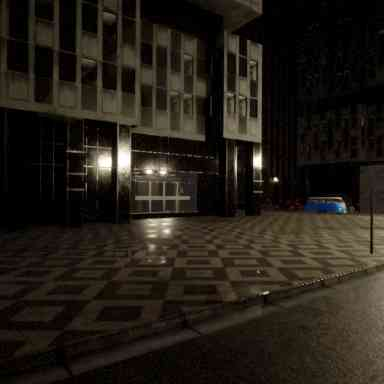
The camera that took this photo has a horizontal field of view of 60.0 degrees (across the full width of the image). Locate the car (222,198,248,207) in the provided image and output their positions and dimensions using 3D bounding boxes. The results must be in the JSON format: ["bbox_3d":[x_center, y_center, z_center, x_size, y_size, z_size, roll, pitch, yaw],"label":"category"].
[{"bbox_3d":[7.391,1.839,57.594,1.752,1.417,4.829,0,0,-36],"label":"car"}]

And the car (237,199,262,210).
[{"bbox_3d":[7.124,1.706,43.301,1.887,1.381,4.507,0,0,-36],"label":"car"}]

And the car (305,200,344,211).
[{"bbox_3d":[17.339,1.749,43.665,2.008,1.369,4.403,0,0,-36],"label":"car"}]

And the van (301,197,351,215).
[{"bbox_3d":[13.690,1.425,34.108,1.690,1.788,3.998,0,0,-36],"label":"van"}]

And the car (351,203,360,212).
[{"bbox_3d":[20.622,1.725,39.068,1.947,1.339,4.313,0,0,-36],"label":"car"}]

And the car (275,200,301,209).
[{"bbox_3d":[14.056,1.818,48.262,1.802,1.307,4.206,0,0,-36],"label":"car"}]
